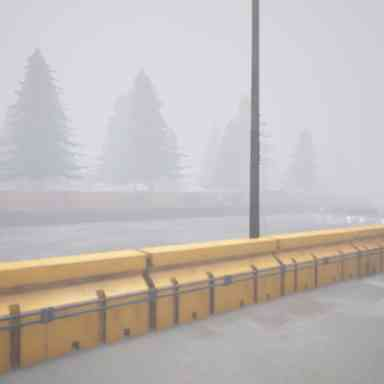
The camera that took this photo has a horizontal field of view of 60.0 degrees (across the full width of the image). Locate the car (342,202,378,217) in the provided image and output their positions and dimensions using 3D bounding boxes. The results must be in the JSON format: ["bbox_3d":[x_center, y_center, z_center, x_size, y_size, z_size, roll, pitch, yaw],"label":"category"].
[{"bbox_3d":[18.136,1.833,35.478,4.181,1.385,1.994,1,0,-42],"label":"car"}]

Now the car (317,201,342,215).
[{"bbox_3d":[16.277,1.762,38.502,4.902,1.511,2.128,1,0,-42],"label":"car"}]
